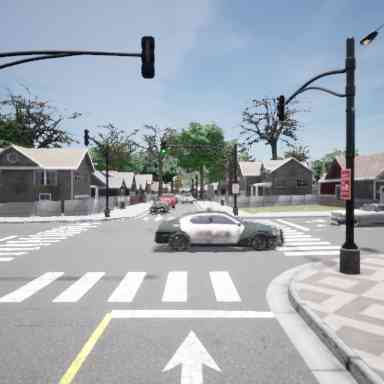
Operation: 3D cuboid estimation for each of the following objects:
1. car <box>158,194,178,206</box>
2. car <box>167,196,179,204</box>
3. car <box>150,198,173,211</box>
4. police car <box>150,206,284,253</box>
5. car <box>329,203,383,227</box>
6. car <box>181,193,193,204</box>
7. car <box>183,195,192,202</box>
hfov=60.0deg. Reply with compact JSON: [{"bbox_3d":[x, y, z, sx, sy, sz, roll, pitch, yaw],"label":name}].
[{"bbox_3d":[-3.487,1.259,47.198,2.150,2.045,5.566,0,0,-1],"label":"car"},{"bbox_3d":[-3.725,1.559,65.278,2.128,1.511,4.902,0,0,0],"label":"car"},{"bbox_3d":[-3.294,1.620,34.627,1.895,1.301,4.718,0,0,-1],"label":"car"},{"bbox_3d":[1.032,1.488,13.262,4.974,1.542,2.038,0,0,0],"label":"police car"},{"bbox_3d":[10.834,1.351,19.912,4.718,1.301,1.895,-1,0,-1],"label":"car"},{"bbox_3d":[-0.946,1.289,65.860,2.150,2.045,5.566,0,0,-1],"label":"car"},{"bbox_3d":[-1.112,1.474,76.249,1.994,1.385,4.181,0,0,-1],"label":"car"}]
